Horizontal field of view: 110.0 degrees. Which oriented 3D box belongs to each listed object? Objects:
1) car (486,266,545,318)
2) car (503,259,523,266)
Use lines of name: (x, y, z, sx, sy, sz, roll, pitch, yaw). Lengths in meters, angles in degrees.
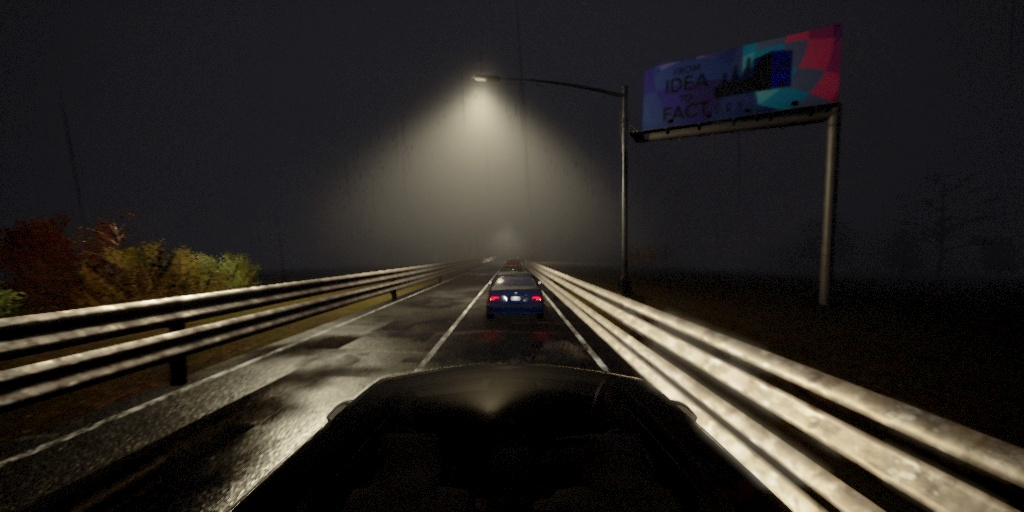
car: (0.103, 1.246, 12.703, 2.033, 1.411, 5.357, 0, 0, 0)
car: (0.108, 1.084, 38.062, 1.837, 1.490, 4.892, 0, 0, 0)
